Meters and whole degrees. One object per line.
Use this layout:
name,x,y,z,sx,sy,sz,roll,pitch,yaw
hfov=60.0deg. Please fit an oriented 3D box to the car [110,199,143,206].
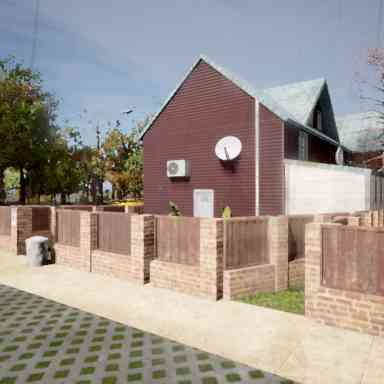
car,-7.831,1.586,40.315,1.882,1.535,5.008,0,0,36

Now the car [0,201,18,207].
car,-16.830,1.563,27.735,1.837,1.490,4.892,0,0,36
